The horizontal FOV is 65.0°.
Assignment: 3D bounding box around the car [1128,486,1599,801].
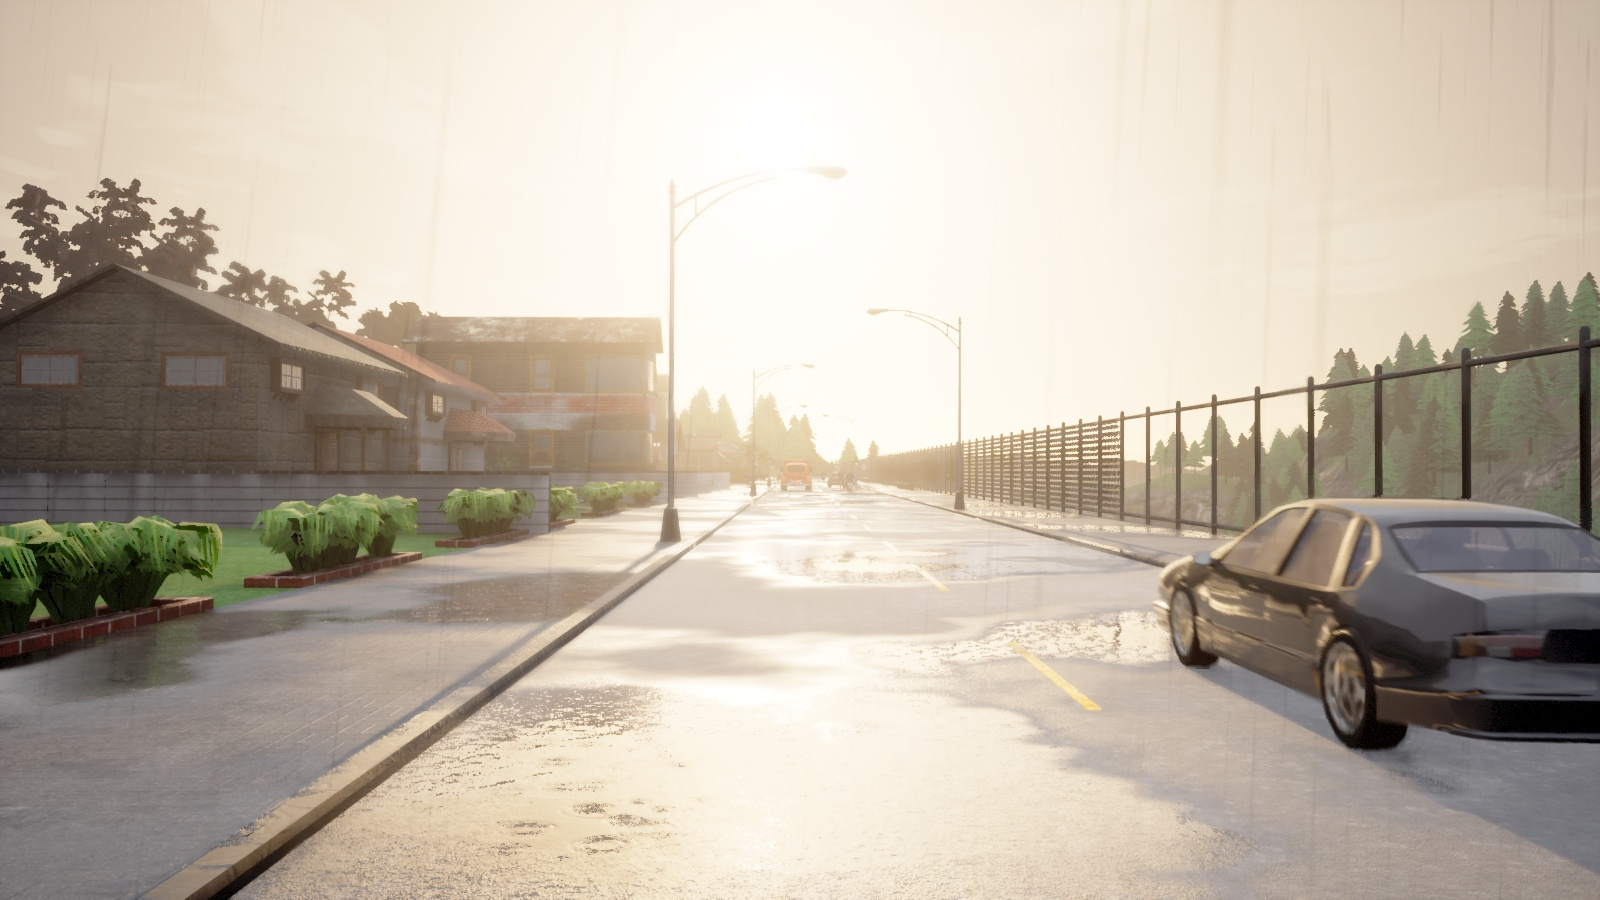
[{"bbox_3d":[3.979,0.990,8.606,2.033,1.411,5.357,0,-1,0],"label":"car"}]
